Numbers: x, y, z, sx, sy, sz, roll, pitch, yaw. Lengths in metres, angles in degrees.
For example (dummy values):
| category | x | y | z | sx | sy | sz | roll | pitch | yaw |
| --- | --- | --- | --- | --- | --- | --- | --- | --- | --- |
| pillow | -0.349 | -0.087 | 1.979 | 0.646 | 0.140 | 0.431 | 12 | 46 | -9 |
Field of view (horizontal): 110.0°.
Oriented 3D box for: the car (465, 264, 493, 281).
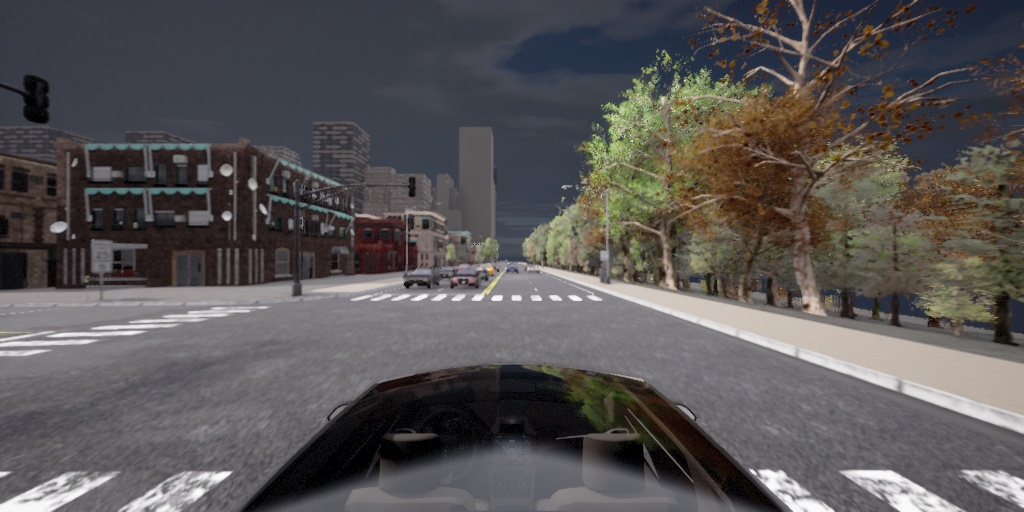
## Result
| category | x | y | z | sx | sy | sz | roll | pitch | yaw |
| --- | --- | --- | --- | --- | --- | --- | --- | --- | --- |
| car | -3.318 | 1.760 | 35.617 | 1.994 | 1.385 | 4.181 | 0 | -1 | 1 |

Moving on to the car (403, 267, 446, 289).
| category | x | y | z | sx | sy | sz | roll | pitch | yaw |
| --- | --- | --- | --- | --- | --- | --- | --- | --- | --- |
| car | -6.585 | 1.631 | 27.048 | 2.033 | 1.411 | 5.357 | 0 | -1 | 0 |

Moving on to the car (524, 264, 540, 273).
| category | x | y | z | sx | sy | sz | roll | pitch | yaw |
| --- | --- | --- | --- | --- | --- | --- | --- | --- | --- |
| car | 3.389 | 2.081 | 57.136 | 1.895 | 1.301 | 4.718 | 0 | -1 | 0 |

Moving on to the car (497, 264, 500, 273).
| category | x | y | z | sx | sy | sz | roll | pitch | yaw |
| --- | --- | --- | --- | --- | --- | --- | --- | --- | --- |
| car | -3.210 | 1.896 | 61.374 | 2.097 | 1.767 | 4.553 | 0 | -1 | 0 |

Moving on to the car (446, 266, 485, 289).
| category | x | y | z | sx | sy | sz | roll | pitch | yaw |
| --- | --- | --- | --- | --- | --- | --- | --- | --- | --- |
| car | -3.334 | 1.642 | 26.616 | 1.994 | 1.385 | 4.181 | 0 | -1 | 0 |

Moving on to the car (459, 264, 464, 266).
| category | x | y | z | sx | sy | sz | roll | pitch | yaw |
| --- | --- | --- | --- | --- | --- | --- | --- | --- | --- |
| car | -6.572 | 1.778 | 37.024 | 1.994 | 1.385 | 4.181 | 0 | -1 | 0 |

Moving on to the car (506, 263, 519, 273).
| category | x | y | z | sx | sy | sz | roll | pitch | yaw |
| --- | --- | --- | --- | --- | --- | --- | --- | --- | --- |
| car | 0.034 | 2.000 | 56.754 | 1.812 | 1.442 | 4.674 | 0 | -1 | 0 |

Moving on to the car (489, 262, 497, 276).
| category | x | y | z | sx | sy | sz | roll | pitch | yaw |
| --- | --- | --- | --- | --- | --- | --- | --- | --- | --- |
| car | -3.310 | 1.807 | 45.712 | 1.882 | 1.535 | 5.008 | 0 | -1 | 0 |
